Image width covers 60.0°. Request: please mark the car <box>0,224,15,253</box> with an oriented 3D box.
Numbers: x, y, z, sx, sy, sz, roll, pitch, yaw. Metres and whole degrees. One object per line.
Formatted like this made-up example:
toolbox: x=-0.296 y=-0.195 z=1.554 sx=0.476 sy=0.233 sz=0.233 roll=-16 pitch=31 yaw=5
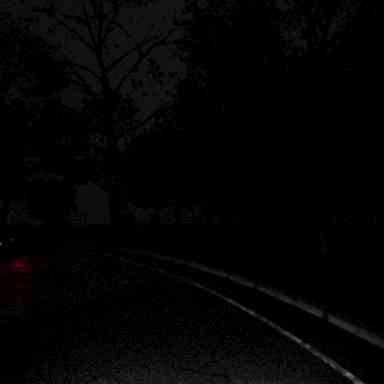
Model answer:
car: x=-8.923 y=1.707 z=13.055 sx=4.674 sy=1.442 sz=1.812 roll=-1 pitch=0 yaw=29
